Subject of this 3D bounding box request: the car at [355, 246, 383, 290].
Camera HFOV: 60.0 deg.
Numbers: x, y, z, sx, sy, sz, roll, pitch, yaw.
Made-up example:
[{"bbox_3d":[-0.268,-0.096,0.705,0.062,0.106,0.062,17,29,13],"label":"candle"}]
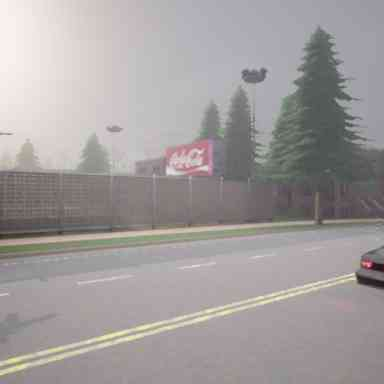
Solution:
[{"bbox_3d":[6.172,1.658,8.215,5.357,1.411,2.033,1,0,-36],"label":"car"}]
